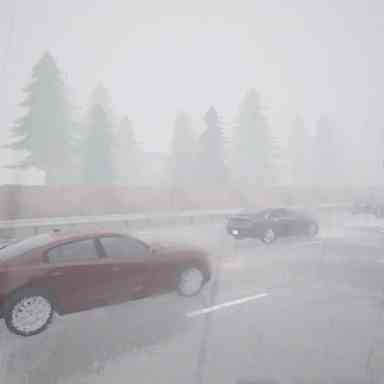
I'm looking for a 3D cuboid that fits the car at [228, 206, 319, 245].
[{"bbox_3d":[3.744,1.382,15.006,4.892,1.490,1.837,-1,0,-35],"label":"car"}]

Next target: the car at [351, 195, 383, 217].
[{"bbox_3d":[15.191,1.057,27.458,4.553,1.767,2.097,-1,1,-35],"label":"car"}]

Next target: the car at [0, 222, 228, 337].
[{"bbox_3d":[-1.855,1.454,6.721,5.008,1.535,1.882,-1,0,-35],"label":"car"}]
